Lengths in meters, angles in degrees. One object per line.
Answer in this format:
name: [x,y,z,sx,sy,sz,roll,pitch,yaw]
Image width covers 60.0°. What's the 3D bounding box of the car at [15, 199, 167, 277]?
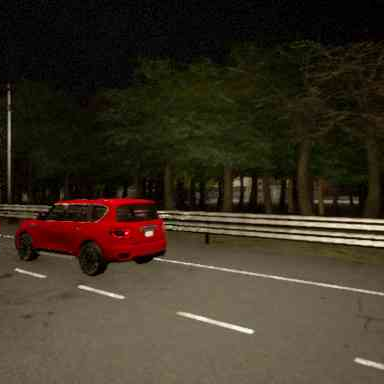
car: [-3.340,1.229,10.559,5.566,2.045,2.150,0,0,36]
